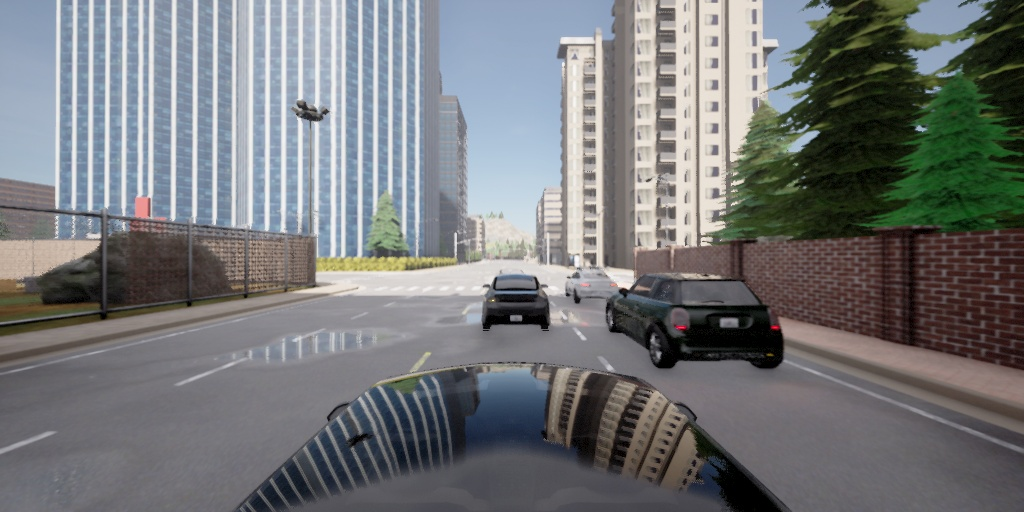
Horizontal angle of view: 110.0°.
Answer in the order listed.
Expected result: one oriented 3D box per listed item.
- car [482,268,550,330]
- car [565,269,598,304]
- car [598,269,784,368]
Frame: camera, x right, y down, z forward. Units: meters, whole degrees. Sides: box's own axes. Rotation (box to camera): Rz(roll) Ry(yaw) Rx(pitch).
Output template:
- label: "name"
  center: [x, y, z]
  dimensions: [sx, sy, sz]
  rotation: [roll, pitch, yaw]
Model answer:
- label: "car"
  center: [0.112, 1.304, 11.339]
  dimensions: [1.837, 1.490, 4.892]
  rotation: [0, 0, 0]
- label: "car"
  center: [3.638, 1.352, 16.901]
  dimensions: [1.812, 1.442, 4.674]
  rotation: [0, 0, 1]
- label: "car"
  center: [3.608, 1.134, 8.075]
  dimensions: [2.097, 1.767, 4.553]
  rotation: [0, 0, 0]
